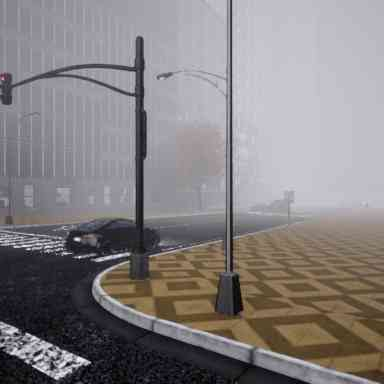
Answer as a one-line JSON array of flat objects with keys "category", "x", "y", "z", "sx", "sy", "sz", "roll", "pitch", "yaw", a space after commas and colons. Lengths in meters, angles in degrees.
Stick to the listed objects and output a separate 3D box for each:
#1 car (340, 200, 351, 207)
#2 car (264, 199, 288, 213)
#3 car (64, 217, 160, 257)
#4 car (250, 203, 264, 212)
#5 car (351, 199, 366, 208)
[{"category": "car", "x": 39.560, "y": 3.205, "z": 86.117, "sx": 2.033, "sy": 1.411, "sz": 5.357, "roll": 0, "pitch": -1, "yaw": 33}, {"category": "car", "x": 13.776, "y": 2.158, "z": 52.262, "sx": 2.150, "sy": 2.045, "sz": 5.566, "roll": 0, "pitch": -1, "yaw": 33}, {"category": "car", "x": -3.196, "y": 1.773, "z": 14.074, "sx": 1.994, "sy": 1.385, "sz": 4.181, "roll": 0, "pitch": -1, "yaw": 32}, {"category": "car", "x": 11.061, "y": 2.497, "z": 54.048, "sx": 1.994, "sy": 1.385, "sz": 4.181, "roll": 0, "pitch": -1, "yaw": 33}, {"category": "car", "x": 42.288, "y": 3.146, "z": 84.351, "sx": 1.882, "sy": 1.535, "sz": 5.008, "roll": 0, "pitch": -1, "yaw": 33}]
